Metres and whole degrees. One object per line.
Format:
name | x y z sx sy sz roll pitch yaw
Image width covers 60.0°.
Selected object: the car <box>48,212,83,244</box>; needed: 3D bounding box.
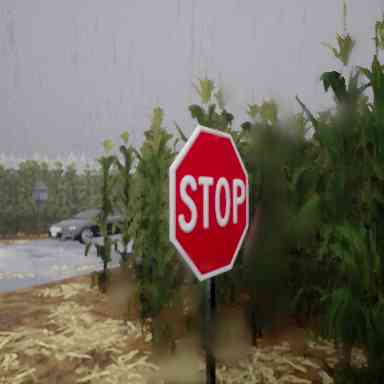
car | -4.364 1.491 15.867 2.128 1.511 4.902 0 0 34
